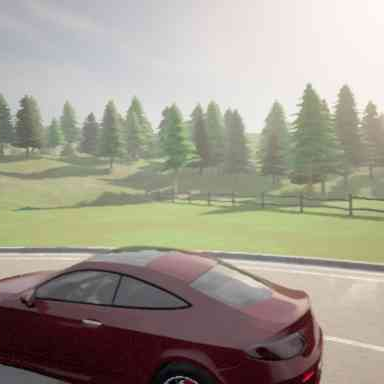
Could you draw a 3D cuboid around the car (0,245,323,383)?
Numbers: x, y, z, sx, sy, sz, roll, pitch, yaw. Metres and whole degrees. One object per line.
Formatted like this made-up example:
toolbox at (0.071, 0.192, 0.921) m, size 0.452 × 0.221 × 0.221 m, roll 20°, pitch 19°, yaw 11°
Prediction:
car at (-0.877, 1.434, 4.154) m, size 4.674 × 1.442 × 1.812 m, roll 0°, pitch 1°, yaw 24°
